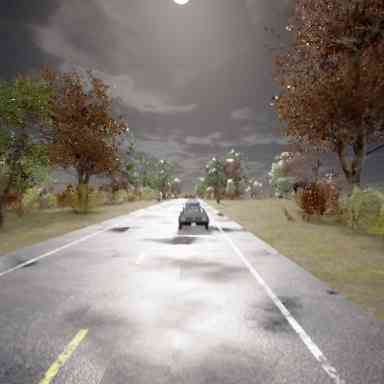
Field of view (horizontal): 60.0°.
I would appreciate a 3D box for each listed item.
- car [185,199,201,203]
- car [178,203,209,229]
[{"bbox_3d":[0.102,1.618,40.597,1.812,1.442,4.674,0,0,0],"label":"car"},{"bbox_3d":[0.095,1.636,21.757,1.895,1.301,4.718,0,0,0],"label":"car"}]
